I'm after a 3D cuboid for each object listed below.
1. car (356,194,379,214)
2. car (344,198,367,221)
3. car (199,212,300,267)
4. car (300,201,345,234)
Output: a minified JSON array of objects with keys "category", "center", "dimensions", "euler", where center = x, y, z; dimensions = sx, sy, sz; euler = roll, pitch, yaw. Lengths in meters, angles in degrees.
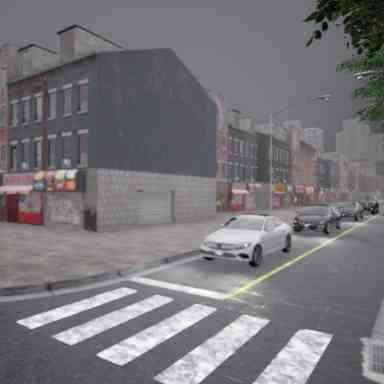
[{"category":"car","center":[19.067,1.295,36.525],"dimensions":[2.150,2.045,5.566],"euler":[0,0,35]},{"category":"car","center":[13.063,1.535,27.782],"dimensions":[1.837,1.490,4.892],"euler":[0,0,34]},{"category":"car","center":[2.090,1.515,11.703],"dimensions":[1.812,1.442,4.674],"euler":[0,0,34]},{"category":"car","center":[7.339,1.508,19.380],"dimensions":[1.837,1.490,4.892],"euler":[0,0,34]}]
